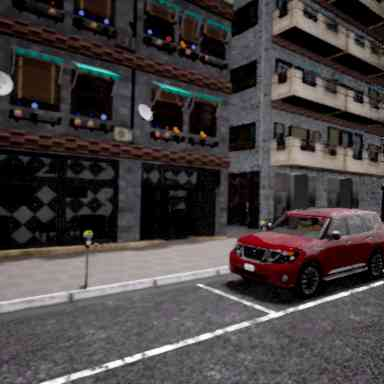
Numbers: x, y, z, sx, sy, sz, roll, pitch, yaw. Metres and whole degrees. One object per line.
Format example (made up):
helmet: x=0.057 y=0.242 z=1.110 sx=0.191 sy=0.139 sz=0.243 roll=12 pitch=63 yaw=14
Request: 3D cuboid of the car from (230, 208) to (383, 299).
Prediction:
car: x=3.344 y=1.401 z=8.926 sx=5.009 sy=1.841 sz=2.192 roll=1 pitch=1 yaw=-35
